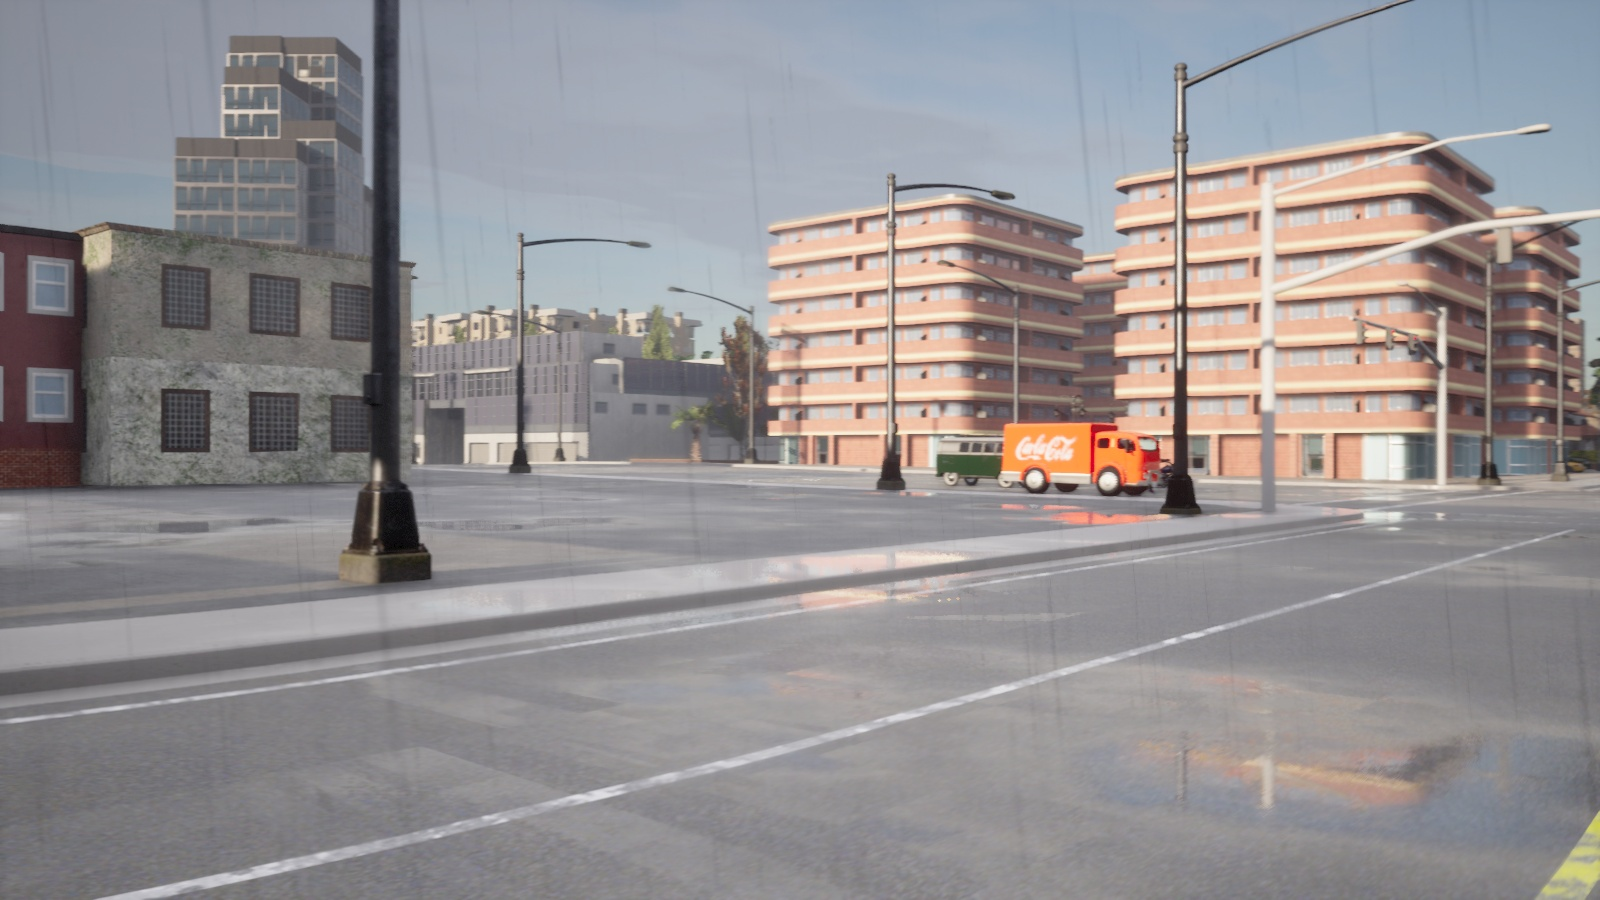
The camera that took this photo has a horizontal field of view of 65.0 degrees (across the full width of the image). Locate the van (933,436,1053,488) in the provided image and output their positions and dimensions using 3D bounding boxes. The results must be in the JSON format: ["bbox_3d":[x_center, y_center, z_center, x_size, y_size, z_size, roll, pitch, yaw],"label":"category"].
[{"bbox_3d":[7.618,0.444,49.889,4.442,1.987,1.775,1,0,41],"label":"van"}]

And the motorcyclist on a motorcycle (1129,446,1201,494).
[{"bbox_3d":[13.089,0.703,45.057,2.350,1.649,0.766,1,1,40],"label":"motorcyclist on a motorcycle"}]

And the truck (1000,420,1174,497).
[{"bbox_3d":[9.858,0.256,43.305,5.204,2.467,2.627,1,0,41],"label":"truck"}]
